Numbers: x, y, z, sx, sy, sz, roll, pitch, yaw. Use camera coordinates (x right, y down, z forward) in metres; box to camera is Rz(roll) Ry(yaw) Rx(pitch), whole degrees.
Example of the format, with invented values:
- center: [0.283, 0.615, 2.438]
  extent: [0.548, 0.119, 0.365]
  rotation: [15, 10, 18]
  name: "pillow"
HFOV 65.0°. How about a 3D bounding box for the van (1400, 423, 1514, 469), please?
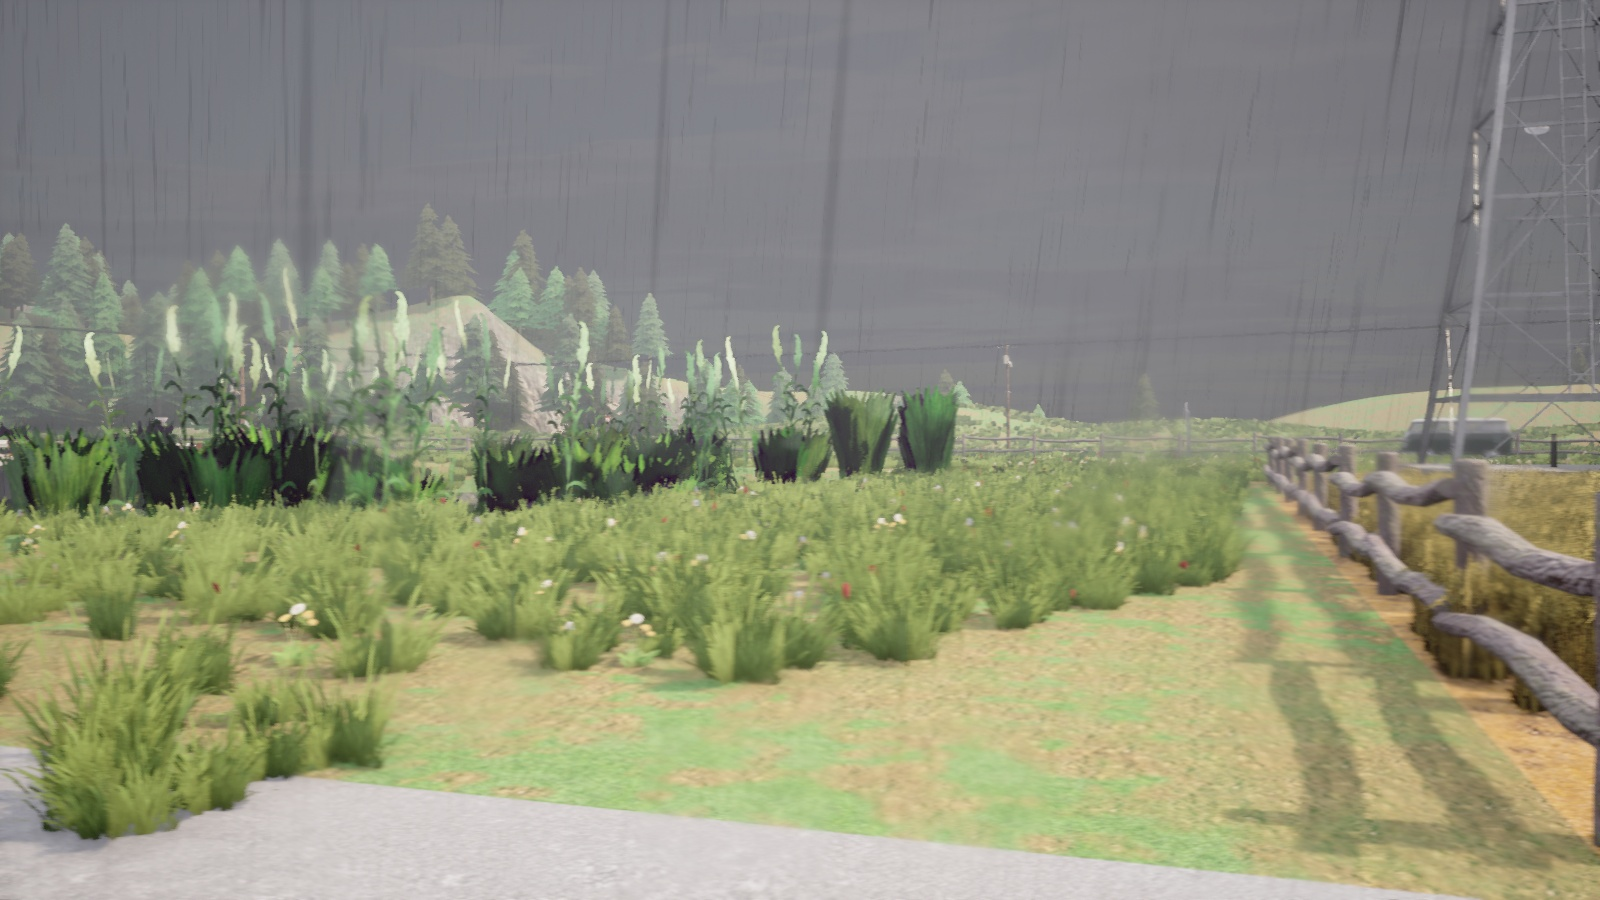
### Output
- center: [29.474, -0.215, 56.490]
  extent: [4.442, 1.987, 1.775]
  rotation: [1, 1, 24]
  name: "van"
